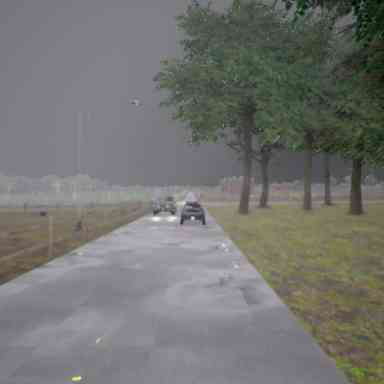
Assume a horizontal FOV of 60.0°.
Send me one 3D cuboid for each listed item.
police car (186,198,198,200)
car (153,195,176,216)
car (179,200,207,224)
[{"bbox_3d":[-0.011,1.650,49.229,1.930,1.638,5.238,0,0,0],"label":"police car"},{"bbox_3d":[-2.828,1.362,35.324,2.150,2.045,5.566,0,-1,1],"label":"car"},{"bbox_3d":[0.064,1.598,25.952,1.837,1.490,4.892,0,0,0],"label":"car"}]
